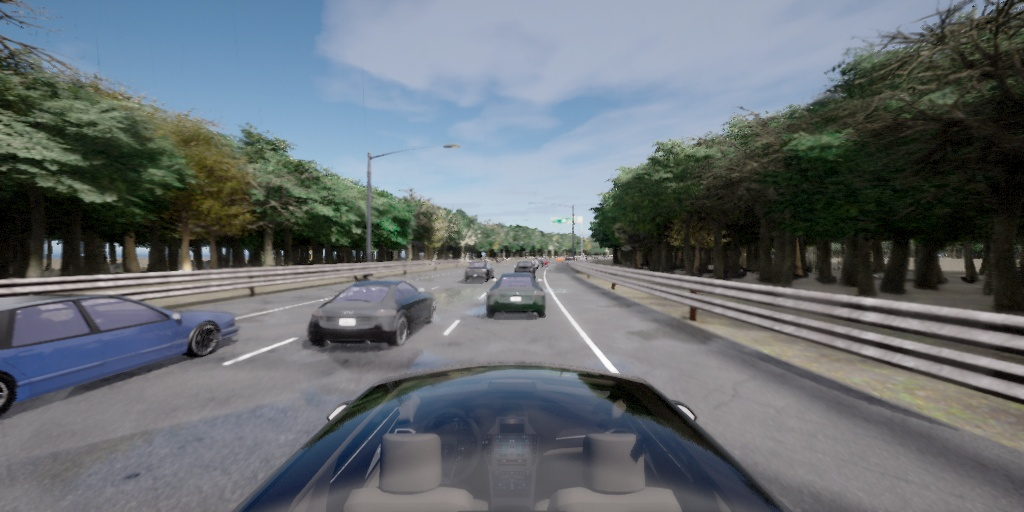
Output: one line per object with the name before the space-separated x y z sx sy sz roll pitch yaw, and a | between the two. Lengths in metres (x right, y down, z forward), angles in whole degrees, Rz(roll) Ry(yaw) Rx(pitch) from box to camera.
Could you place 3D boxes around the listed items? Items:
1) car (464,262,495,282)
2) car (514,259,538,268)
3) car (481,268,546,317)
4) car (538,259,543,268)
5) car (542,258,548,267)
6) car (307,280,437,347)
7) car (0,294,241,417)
car | -2.479 1.208 28.232 2.128 1.511 4.902 0 0 4
car | 1.210 1.226 32.305 1.837 1.490 4.892 0 0 4
car | 0.182 1.303 13.115 1.994 1.385 4.181 0 0 2
car | 2.765 1.296 48.360 1.895 1.301 4.718 0 0 7
car | 4.366 1.164 60.245 2.128 1.511 4.902 0 0 9
car | -3.296 1.298 9.261 1.994 1.385 4.181 0 0 1
car | -6.871 1.275 5.340 2.033 1.411 5.357 0 0 1
